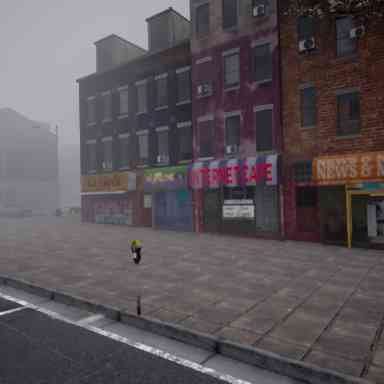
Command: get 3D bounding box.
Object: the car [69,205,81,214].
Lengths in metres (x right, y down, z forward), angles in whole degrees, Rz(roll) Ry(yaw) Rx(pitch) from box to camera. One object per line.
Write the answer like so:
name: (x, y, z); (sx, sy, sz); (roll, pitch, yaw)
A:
car: (-10.756, 1.608, 36.514); (2.033, 1.411, 5.357); (-2, -1, 35)

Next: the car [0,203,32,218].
car: (-16.208, 1.630, 28.922); (1.994, 1.385, 4.181); (-2, -1, 36)
